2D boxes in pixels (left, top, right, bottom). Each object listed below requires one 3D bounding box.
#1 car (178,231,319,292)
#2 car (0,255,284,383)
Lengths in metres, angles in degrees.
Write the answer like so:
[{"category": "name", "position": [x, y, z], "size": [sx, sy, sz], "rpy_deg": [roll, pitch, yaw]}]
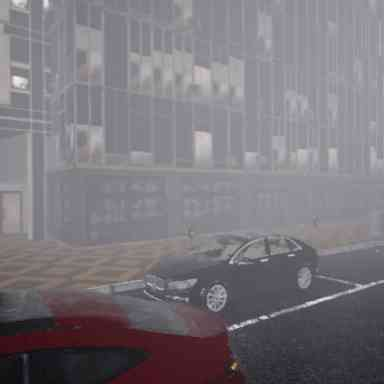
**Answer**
[{"category": "car", "position": [1.063, 1.588, 7.458], "size": [4.403, 1.369, 2.008], "rpy_deg": [1, -1, -35]}, {"category": "car", "position": [-1.677, 1.524, 2.166], "size": [4.674, 1.442, 1.812], "rpy_deg": [1, 0, -36]}]
